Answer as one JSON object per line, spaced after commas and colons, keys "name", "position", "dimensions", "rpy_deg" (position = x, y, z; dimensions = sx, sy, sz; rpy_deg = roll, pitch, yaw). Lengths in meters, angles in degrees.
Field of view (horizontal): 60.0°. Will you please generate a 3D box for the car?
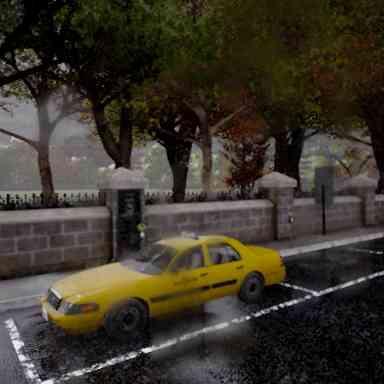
{"name": "car", "position": [-0.251, 1.476, 6.396], "dimensions": [4.829, 1.417, 1.752], "rpy_deg": [-1, 0, -36]}
